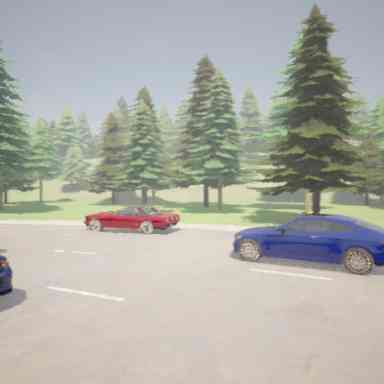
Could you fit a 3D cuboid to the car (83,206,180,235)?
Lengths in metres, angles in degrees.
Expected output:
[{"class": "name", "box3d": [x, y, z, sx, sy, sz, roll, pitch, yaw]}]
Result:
[{"class": "car", "box3d": [-3.124, 1.367, 16.985, 4.718, 1.301, 1.895, 0, 1, 19]}]

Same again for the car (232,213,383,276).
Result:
[{"class": "car", "box3d": [3.465, 1.352, 9.670, 4.674, 1.442, 1.812, 0, 1, 31]}]

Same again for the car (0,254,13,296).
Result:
[{"class": "car", "box3d": [-5.611, 1.466, 6.423, 4.674, 1.442, 1.812, 0, 1, 22]}]
